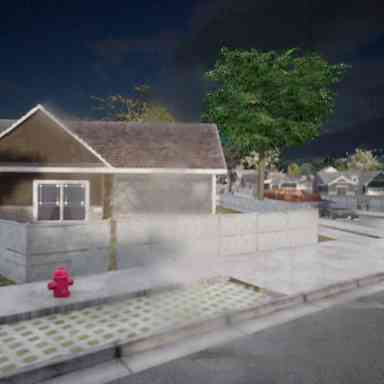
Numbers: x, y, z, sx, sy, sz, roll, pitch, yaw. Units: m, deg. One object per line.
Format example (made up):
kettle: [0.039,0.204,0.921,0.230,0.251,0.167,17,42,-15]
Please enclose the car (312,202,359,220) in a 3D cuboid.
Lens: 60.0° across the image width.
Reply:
car: [11.920,1.561,28.285,2.033,1.411,5.357,0,0,-5]
